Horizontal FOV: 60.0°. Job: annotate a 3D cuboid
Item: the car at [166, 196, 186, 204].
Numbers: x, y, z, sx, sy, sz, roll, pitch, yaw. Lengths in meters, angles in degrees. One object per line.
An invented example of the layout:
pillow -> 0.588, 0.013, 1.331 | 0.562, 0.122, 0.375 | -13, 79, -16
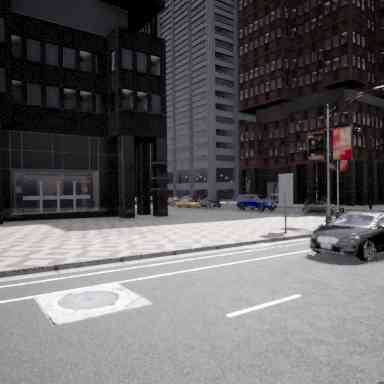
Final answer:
car -> -3.298, 1.639, 67.788 | 1.752, 1.417, 4.829 | -1, 1, -36

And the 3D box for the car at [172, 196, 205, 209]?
car -> -0.581, 1.702, 49.318 | 1.752, 1.417, 4.829 | -1, 1, -36

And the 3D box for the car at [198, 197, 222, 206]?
car -> 3.107, 1.615, 58.821 | 1.887, 1.381, 4.507 | -1, 1, -36

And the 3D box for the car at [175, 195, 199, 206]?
car -> -0.948, 1.475, 59.920 | 2.097, 1.767, 4.553 | -1, 0, -35

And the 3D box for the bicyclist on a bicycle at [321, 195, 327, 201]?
bicyclist on a bicycle -> 17.381, 1.255, 43.769 | 1.656, 1.620, 0.582 | -1, 1, -36

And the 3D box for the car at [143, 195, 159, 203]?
car -> -9.506, 1.598, 76.478 | 1.967, 1.590, 4.097 | -1, 1, -36

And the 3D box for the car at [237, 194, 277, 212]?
car -> 8.038, 1.318, 41.828 | 2.150, 2.045, 5.566 | -1, 0, -36

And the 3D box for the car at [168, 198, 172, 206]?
car -> -3.308, 1.732, 57.800 | 1.994, 1.385, 4.181 | -1, 0, -35

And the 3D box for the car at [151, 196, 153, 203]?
car -> -7.627, 1.675, 69.272 | 1.837, 1.490, 4.892 | -1, 0, -36

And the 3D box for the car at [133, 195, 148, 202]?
car -> -12.659, 1.621, 80.893 | 1.967, 1.590, 4.097 | -1, 1, -36

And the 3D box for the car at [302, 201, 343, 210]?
car -> 13.496, 1.628, 34.203 | 1.994, 1.385, 4.181 | -1, 0, -36

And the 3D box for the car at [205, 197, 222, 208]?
car -> 2.485, 1.695, 49.624 | 1.994, 1.385, 4.181 | -1, 0, -35

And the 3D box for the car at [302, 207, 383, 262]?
car -> 6.336, 1.485, 12.196 | 4.902, 1.511, 2.128 | 0, 0, -36

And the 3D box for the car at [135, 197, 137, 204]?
car -> -10.140, 1.822, 62.703 | 1.802, 1.307, 4.206 | -1, 1, -36
